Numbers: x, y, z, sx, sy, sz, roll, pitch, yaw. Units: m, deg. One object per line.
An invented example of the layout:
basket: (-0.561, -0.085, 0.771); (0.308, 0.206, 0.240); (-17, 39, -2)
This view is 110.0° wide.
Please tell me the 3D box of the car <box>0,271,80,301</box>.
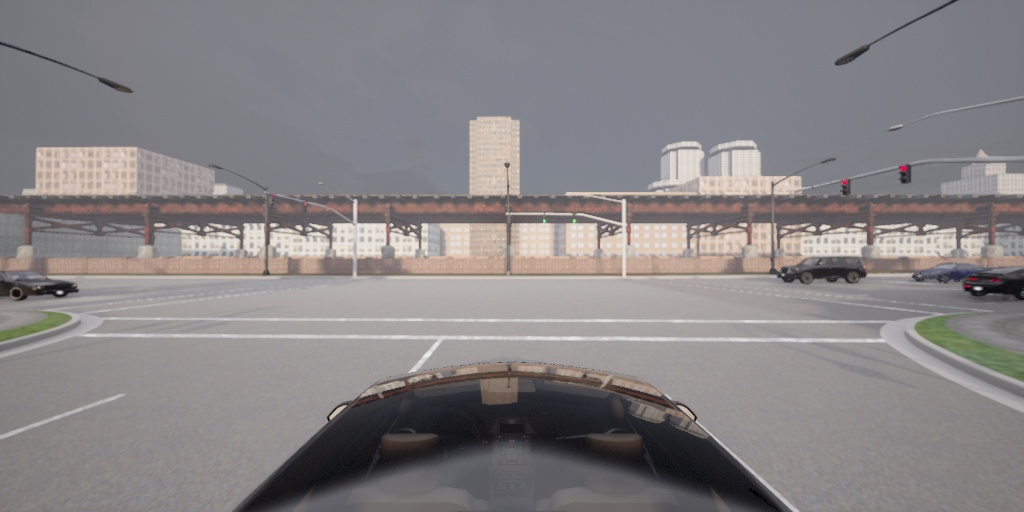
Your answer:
car: (-25.293, 1.449, 18.039); (5.357, 1.411, 2.033); (0, -1, 2)

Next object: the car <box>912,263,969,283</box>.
car: (33.323, 1.251, 27.147); (4.674, 1.442, 1.812); (-1, -1, 2)

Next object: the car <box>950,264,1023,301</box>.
car: (24.187, 1.243, 16.698); (4.892, 1.490, 1.837); (-1, 0, 2)

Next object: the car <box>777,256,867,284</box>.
car: (23.565, 1.065, 27.398); (5.566, 2.045, 2.150); (-1, -1, 3)
